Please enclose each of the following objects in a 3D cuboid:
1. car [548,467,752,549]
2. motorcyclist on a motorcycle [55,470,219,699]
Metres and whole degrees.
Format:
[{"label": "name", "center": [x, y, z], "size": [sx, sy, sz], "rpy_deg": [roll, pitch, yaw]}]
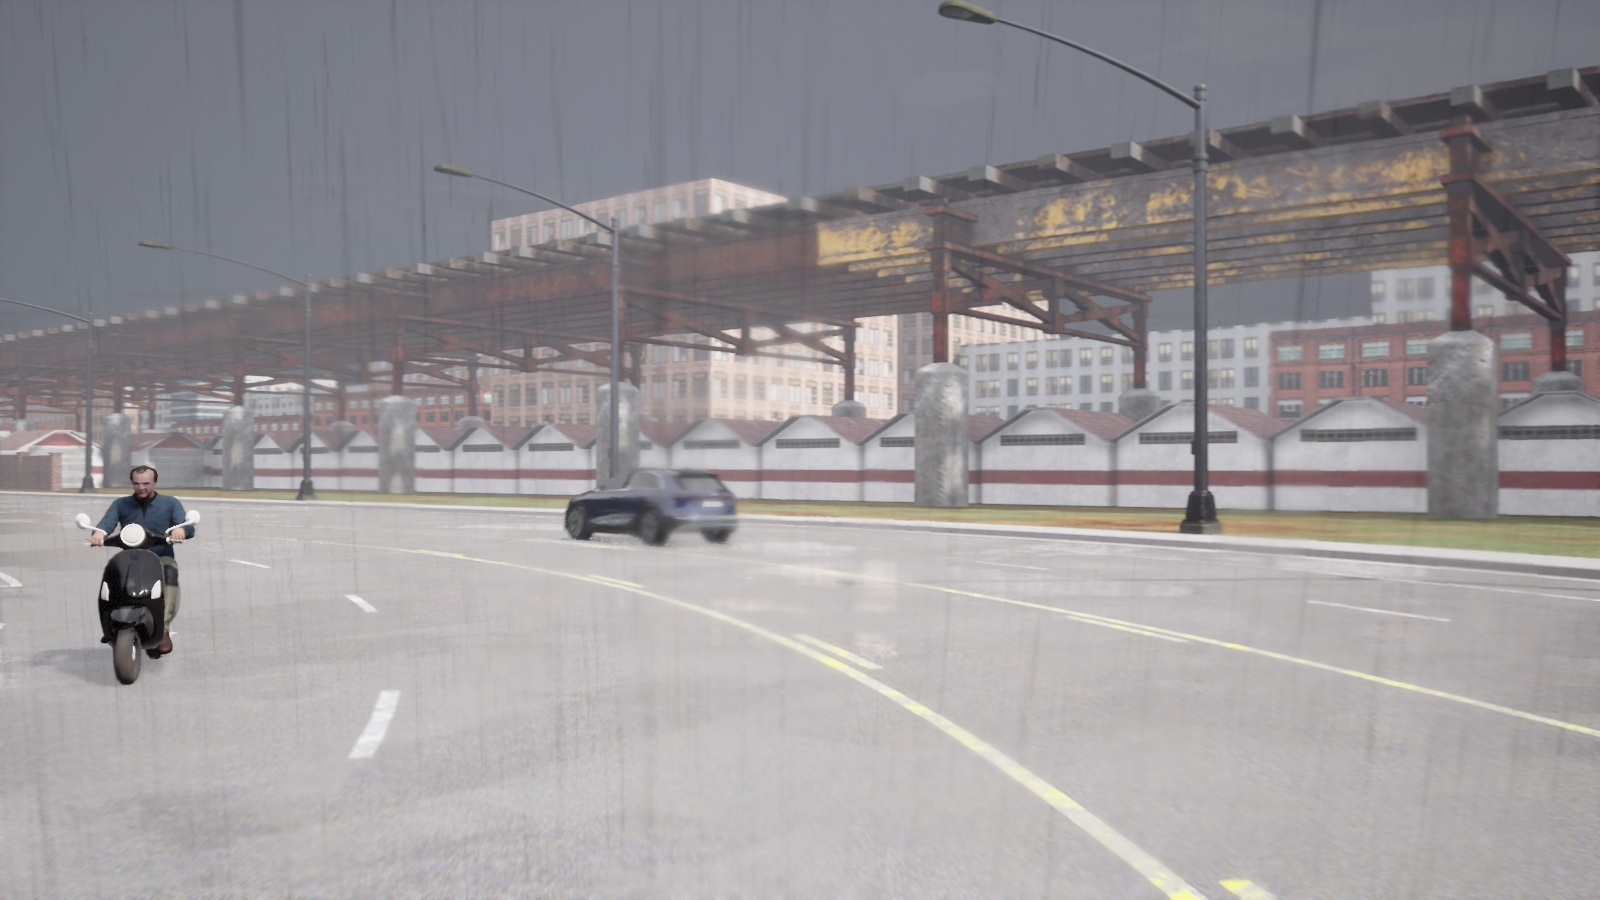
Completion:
[{"label": "car", "center": [-3.393, 1.224, 27.565], "size": [2.033, 1.649, 4.856], "rpy_deg": [2, -2, -41]}, {"label": "motorcyclist on a motorcycle", "center": [-5.094, 0.958, 9.774], "size": [0.866, 1.590, 1.817], "rpy_deg": [0, -1, -19]}]
